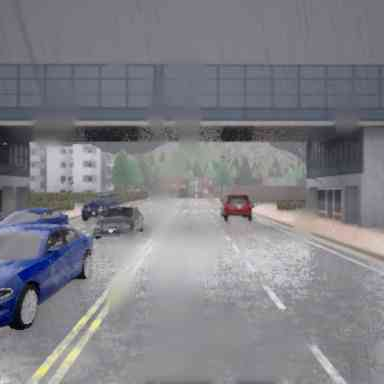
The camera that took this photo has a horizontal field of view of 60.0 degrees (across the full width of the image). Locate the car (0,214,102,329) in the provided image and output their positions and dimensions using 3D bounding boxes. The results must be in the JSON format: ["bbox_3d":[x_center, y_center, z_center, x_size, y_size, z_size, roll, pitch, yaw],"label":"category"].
[{"bbox_3d":[-3.608,1.468,7.114,1.882,1.535,5.008,0,0,0],"label":"car"}]

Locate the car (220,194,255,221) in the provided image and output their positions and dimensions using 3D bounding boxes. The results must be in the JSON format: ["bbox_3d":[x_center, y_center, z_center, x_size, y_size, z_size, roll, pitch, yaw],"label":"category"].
[{"bbox_3d":[3.530,1.182,27.168,2.150,2.045,5.566,0,0,1],"label":"car"}]

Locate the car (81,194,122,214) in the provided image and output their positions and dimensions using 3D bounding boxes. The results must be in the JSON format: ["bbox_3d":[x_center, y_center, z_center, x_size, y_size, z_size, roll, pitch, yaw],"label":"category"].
[{"bbox_3d":[-7.072,1.182,26.805,2.150,2.045,5.566,0,0,0],"label":"car"}]

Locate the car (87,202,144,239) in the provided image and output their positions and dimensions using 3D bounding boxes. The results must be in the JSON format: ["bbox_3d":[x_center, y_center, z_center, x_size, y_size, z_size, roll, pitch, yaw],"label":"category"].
[{"bbox_3d":[-3.612,1.480,17.185,1.837,1.490,4.892,0,0,0],"label":"car"}]

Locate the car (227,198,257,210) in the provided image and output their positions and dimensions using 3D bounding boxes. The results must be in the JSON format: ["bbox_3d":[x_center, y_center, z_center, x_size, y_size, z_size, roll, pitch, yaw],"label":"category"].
[{"bbox_3d":[6.359,1.498,42.216,1.994,1.385,4.181,0,0,38],"label":"car"}]

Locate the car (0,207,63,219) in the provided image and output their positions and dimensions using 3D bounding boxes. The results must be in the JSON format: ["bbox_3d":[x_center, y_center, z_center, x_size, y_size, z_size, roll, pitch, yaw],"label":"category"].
[{"bbox_3d":[-7.111,1.458,14.792,1.882,1.535,5.008,0,0,0],"label":"car"}]
